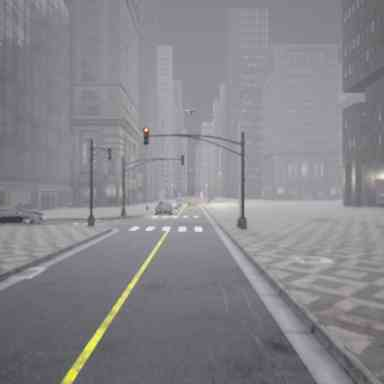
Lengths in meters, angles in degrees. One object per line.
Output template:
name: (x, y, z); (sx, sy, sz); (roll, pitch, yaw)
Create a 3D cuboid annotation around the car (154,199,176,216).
car: (-3.109, 1.845, 37.751); (1.837, 1.490, 4.892); (0, -1, 0)

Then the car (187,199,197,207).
car: (-0.019, 2.083, 66.257); (1.882, 1.535, 5.008); (0, -1, 0)

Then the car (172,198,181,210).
car: (-3.102, 1.980, 50.352); (1.812, 1.442, 4.674); (0, -1, 0)

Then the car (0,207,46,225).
car: (-14.250, 1.923, 26.602); (4.902, 1.511, 2.128); (-1, -1, 0)
